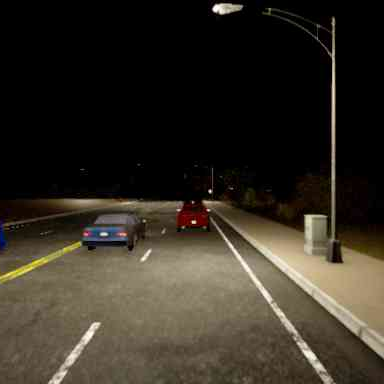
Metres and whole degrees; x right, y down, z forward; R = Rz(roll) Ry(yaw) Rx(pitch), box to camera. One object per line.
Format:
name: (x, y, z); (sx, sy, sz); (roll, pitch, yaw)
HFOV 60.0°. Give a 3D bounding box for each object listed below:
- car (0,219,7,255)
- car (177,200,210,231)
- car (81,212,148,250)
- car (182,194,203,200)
car: (-6.543, 1.228, 7.515); (2.150, 2.045, 5.566); (0, 0, 1)
car: (0.104, 1.489, 20.576); (1.882, 1.535, 5.008); (0, 0, 0)
car: (-3.147, 1.556, 14.389); (2.033, 1.411, 5.357); (0, 0, 0)
car: (0.103, 1.242, 38.097); (2.150, 2.045, 5.566); (0, 0, 0)
